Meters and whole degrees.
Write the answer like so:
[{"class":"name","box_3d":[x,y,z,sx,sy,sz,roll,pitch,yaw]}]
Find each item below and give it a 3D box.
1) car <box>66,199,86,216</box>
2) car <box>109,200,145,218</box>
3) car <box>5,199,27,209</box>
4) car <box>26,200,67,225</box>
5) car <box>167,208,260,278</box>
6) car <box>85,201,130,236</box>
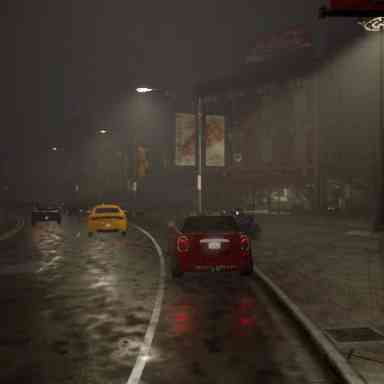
[{"class":"car","box_3d":[-11.741,1.488,32.967,1.837,1.490,4.892,1,0,-34]},{"class":"car","box_3d":[-5.800,1.583,29.690,1.895,1.301,4.718,0,0,-25]},{"class":"car","box_3d":[-23.598,1.574,45.328,4.718,1.301,1.895,0,0,38]},{"class":"car","box_3d":[-10.534,1.480,23.966,2.128,1.511,4.902,0,0,-25]},{"class":"car","box_3d":[0.332,1.349,10.349,2.097,1.767,4.553,0,0,-6]},{"class":"car","box_3d":[-4.762,1.470,18.477,1.882,1.535,5.008,0,0,-16]}]
